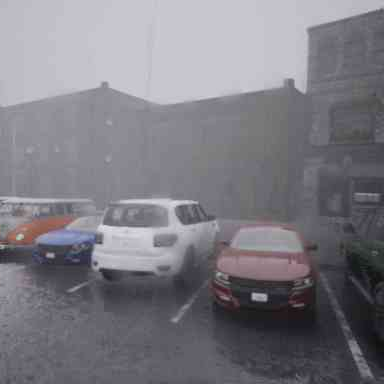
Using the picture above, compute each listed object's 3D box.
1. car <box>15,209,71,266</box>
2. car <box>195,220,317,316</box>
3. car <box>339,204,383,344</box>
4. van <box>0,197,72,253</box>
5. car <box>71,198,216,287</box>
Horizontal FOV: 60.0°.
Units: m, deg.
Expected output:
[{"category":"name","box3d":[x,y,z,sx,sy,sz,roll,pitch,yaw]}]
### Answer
[{"category":"car","box3d":[-3.119,1.463,11.331,2.097,1.535,5.008,1,-1,16]},{"category":"car","box3d":[1.772,1.476,7.838,2.097,1.535,5.008,1,-1,16]},{"category":"car","box3d":[4.219,1.232,6.120,2.435,2.045,5.566,0,-1,16]},{"category":"van","box3d":[-5.594,1.229,12.965,1.878,1.987,4.442,1,-1,15]},{"category":"car","box3d":[-0.670,1.219,9.612,2.435,2.045,5.566,0,-1,15]}]
